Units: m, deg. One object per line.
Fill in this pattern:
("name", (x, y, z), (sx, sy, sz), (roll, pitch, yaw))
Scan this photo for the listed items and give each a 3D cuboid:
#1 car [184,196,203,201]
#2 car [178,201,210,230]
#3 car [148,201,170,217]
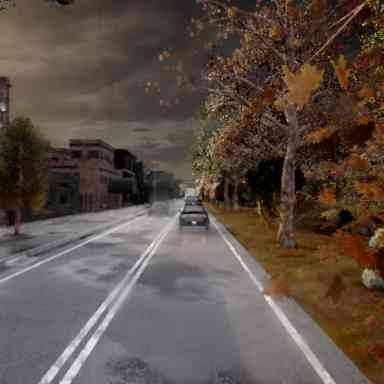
("car", (0.189, 1.514, 42.038), (2.150, 2.045, 5.566), (0, 0, 0))
("car", (0.133, 1.620, 22.186), (2.128, 1.511, 4.902), (0, 0, 0))
("car", (-3.278, 1.734, 34.026), (1.837, 1.490, 4.892), (0, -1, 0))
